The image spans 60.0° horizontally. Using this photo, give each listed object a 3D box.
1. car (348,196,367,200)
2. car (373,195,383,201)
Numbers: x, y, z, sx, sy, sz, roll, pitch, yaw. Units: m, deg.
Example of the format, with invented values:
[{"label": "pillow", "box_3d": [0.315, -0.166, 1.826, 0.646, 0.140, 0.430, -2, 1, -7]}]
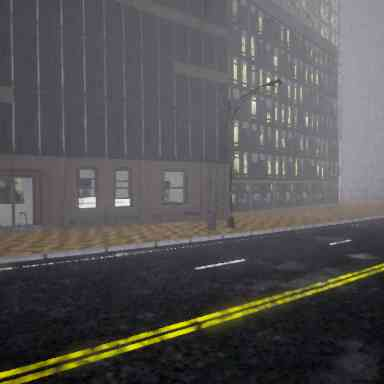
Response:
[{"label": "car", "box_3d": [40.270, 1.390, 81.039, 1.802, 1.307, 4.206, -1, 1, -45]}, {"label": "car", "box_3d": [44.252, 1.409, 76.981, 1.947, 1.339, 4.313, -1, 1, -45]}]
